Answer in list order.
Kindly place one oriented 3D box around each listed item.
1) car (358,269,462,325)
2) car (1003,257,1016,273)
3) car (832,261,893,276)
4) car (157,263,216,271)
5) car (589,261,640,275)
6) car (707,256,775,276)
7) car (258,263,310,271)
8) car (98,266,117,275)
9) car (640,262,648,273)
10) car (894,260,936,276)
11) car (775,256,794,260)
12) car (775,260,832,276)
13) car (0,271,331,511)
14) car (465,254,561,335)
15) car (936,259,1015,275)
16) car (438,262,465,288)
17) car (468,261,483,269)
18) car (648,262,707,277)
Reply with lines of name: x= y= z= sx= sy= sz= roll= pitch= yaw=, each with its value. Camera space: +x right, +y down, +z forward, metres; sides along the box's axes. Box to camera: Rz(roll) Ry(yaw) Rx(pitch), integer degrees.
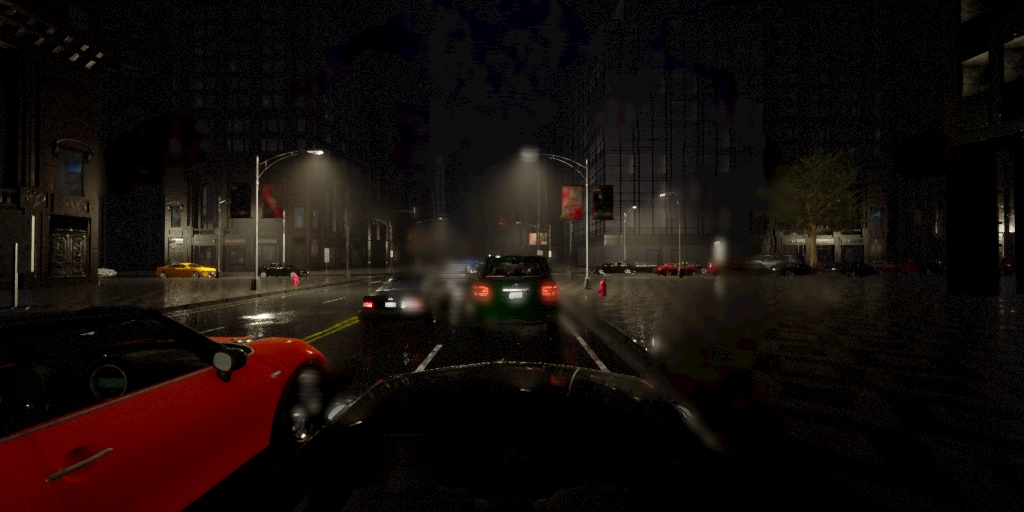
car: x=-3.122 y=1.307 z=11.737 sx=2.033 sy=1.411 sz=5.357 roll=0 pitch=0 yaw=0
car: x=49.191 y=0.973 z=33.832 sx=5.009 sy=1.841 sz=2.192 roll=0 pitch=0 yaw=-1
car: x=32.276 y=1.260 z=33.594 sx=4.313 sy=1.339 sz=1.948 roll=0 pitch=0 yaw=-1
car: x=-32.079 y=1.448 z=35.465 sx=5.008 sy=1.535 sz=1.882 roll=0 pitch=-1 yaw=0
car: x=10.874 y=1.334 z=39.036 sx=4.892 sy=1.490 sz=1.837 roll=0 pitch=-1 yaw=-2
car: x=21.001 y=1.041 z=33.436 sx=5.009 sy=1.841 sz=2.192 roll=0 pitch=0 yaw=-1
car: x=-22.563 y=1.432 z=35.440 sx=4.892 sy=1.490 sz=1.837 roll=0 pitch=-1 yaw=0
car: x=-42.078 y=1.542 z=35.491 sx=4.674 sy=1.442 sz=1.812 roll=0 pitch=-1 yaw=0
car: x=15.245 y=1.413 z=41.881 sx=4.313 sy=1.339 sz=1.948 roll=0 pitch=0 yaw=-1
car: x=42.563 y=1.179 z=36.369 sx=5.008 sy=1.535 sz=1.882 roll=0 pitch=-1 yaw=0
car: x=27.997 y=0.999 z=39.315 sx=5.566 sy=2.045 sz=2.150 roll=0 pitch=-1 yaw=-1
car: x=26.639 y=1.276 z=33.515 sx=4.313 sy=1.339 sz=1.948 roll=0 pitch=0 yaw=-1
car: x=-3.147 y=1.102 z=2.326 sx=2.097 sy=1.767 sz=4.553 roll=0 pitch=0 yaw=0
car: x=0.113 y=0.979 z=10.654 sx=2.150 sy=2.045 sz=5.566 roll=0 pitch=0 yaw=0
car: x=43.552 y=1.214 z=33.753 sx=4.507 sy=1.381 sz=1.888 roll=0 pitch=0 yaw=-1
car: x=-3.126 y=1.280 z=21.474 sx=2.128 sy=1.511 sz=4.902 roll=0 pitch=0 yaw=0
car: x=-6.465 y=1.599 z=64.056 sx=2.033 sy=1.411 sz=5.357 roll=0 pitch=0 yaw=1
car: x=15.363 y=1.327 z=33.357 sx=4.207 sy=1.307 sz=1.802 roll=0 pitch=0 yaw=-1
